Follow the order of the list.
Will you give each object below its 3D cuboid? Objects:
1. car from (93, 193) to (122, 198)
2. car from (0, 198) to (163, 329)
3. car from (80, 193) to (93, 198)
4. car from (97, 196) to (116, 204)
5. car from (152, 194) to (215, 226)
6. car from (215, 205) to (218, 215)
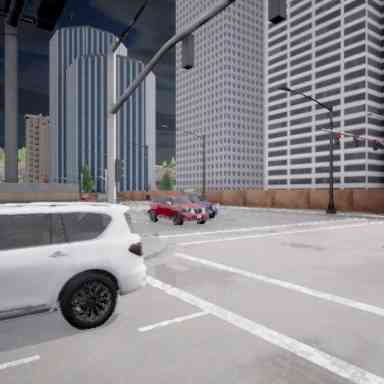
[{"bbox_3d":[-10.554,1.221,43.211,2.150,2.045,5.566,0,0,-35],"label":"car"},{"bbox_3d":[-3.499,1.221,5.496,5.566,2.045,2.150,0,0,-33],"label":"car"},{"bbox_3d":[-19.163,1.222,61.829,2.150,2.045,5.566,0,0,-35],"label":"car"},{"bbox_3d":[-16.571,1.547,64.210,2.033,1.411,5.357,0,0,-34],"label":"car"},{"bbox_3d":[-1.123,1.221,23.742,2.150,2.045,5.566,0,0,-35],"label":"car"},{"bbox_3d":[-0.178,1.220,28.471,2.150,2.045,5.566,0,0,-36],"label":"car"}]
